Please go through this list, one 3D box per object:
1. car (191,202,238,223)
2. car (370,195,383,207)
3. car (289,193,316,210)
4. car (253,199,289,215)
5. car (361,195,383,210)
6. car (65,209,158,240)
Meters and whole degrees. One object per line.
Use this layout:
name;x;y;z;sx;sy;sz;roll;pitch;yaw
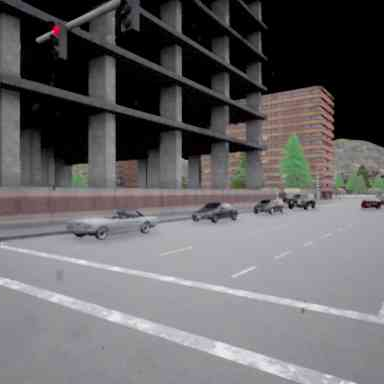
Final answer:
car;1.826;1.471;25.097;1.812;1.442;4.674;0;0;36
car;28.497;1.306;50.375;2.097;1.767;4.553;0;0;35
car;14.026;1.165;42.287;2.150;2.045;5.566;0;0;35
car;7.811;1.449;33.568;1.837;1.490;4.892;0;0;35
car;22.808;1.433;42.330;1.882;1.535;5.008;0;0;35
car;-3.939;1.548;16.958;1.895;1.301;4.718;0;0;35
